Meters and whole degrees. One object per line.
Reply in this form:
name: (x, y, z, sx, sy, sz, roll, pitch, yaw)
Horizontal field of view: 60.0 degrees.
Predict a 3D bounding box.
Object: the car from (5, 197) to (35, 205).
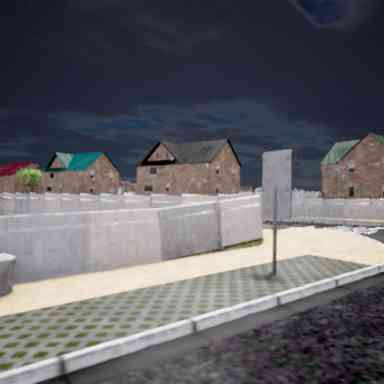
car: (-18.148, 1.106, 35.264, 4.718, 1.301, 1.895, 0, -1, 37)
